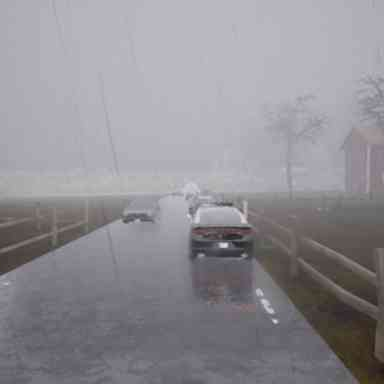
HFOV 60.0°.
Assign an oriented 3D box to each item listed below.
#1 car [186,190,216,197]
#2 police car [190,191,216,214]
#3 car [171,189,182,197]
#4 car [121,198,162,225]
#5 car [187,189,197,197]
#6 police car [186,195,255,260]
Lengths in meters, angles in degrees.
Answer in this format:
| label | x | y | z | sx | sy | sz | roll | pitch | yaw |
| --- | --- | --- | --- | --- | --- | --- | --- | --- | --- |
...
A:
| label | x | y | z | sx | sy | sz | roll | pitch | yaw |
| --- | --- | --- | --- | --- | --- | --- | --- | --- | --- |
| car | 0.832 | 0.833 | 21.157 | 2.097 | 1.767 | 4.553 | 0 | 1 | 0 |
| police car | 0.836 | 0.780 | 27.300 | 1.930 | 1.638 | 5.238 | 0 | 1 | 0 |
| car | -2.765 | 0.099 | 61.182 | 1.882 | 1.535 | 5.008 | 0 | 1 | 1 |
| car | -2.841 | 1.053 | 20.015 | 2.033 | 1.411 | 5.357 | 0 | 1 | 0 |
| car | 0.024 | 0.200 | 62.221 | 1.895 | 1.301 | 4.718 | 0 | 1 | 0 |
| police car | 0.830 | 1.130 | 11.295 | 1.930 | 1.638 | 5.238 | 0 | 1 | 0 |
